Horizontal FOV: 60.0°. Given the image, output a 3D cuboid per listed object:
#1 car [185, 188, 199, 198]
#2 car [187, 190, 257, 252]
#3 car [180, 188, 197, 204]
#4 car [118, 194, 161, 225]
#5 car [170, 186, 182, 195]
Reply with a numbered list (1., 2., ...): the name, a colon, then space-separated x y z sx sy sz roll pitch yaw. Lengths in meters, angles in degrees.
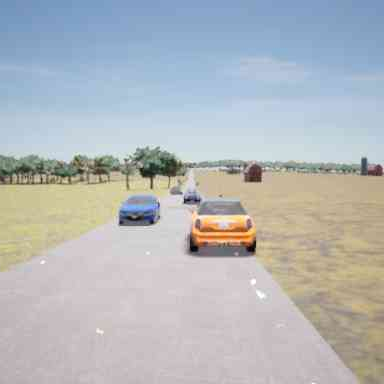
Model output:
1. car: 0.005 0.131 49.385 2.033 1.411 5.357 0 1 0
2. car: 0.961 0.967 12.188 2.097 1.767 4.553 0 2 0
3. car: 0.046 0.530 36.003 1.895 1.301 4.718 0 2 0
4. car: -2.850 0.888 18.920 1.882 1.535 5.008 0 2 0
5. car: -2.803 -0.324 59.655 2.097 1.767 4.553 0 1 1
